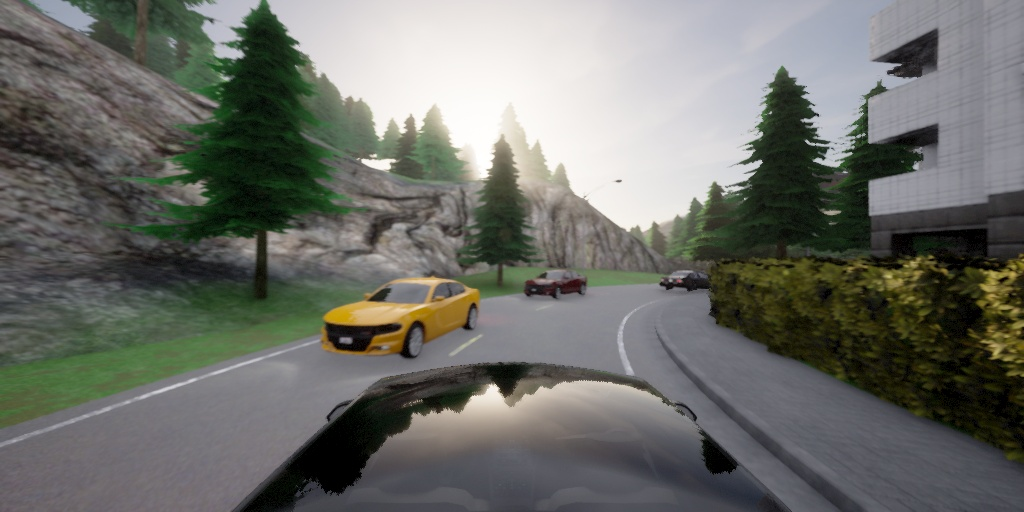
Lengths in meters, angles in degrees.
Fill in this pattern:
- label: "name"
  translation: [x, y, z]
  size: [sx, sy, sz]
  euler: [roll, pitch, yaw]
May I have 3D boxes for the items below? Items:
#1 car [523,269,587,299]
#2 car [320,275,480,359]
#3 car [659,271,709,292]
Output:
- label: "car"
  translation: [2.548, 1.486, 20.176]
  size: [1.882, 1.535, 5.008]
  euler: [0, -1, 36]
- label: "car"
  translation: [-2.353, 1.285, 8.903]
  size: [1.882, 1.535, 5.008]
  euler: [1, 0, 15]
- label: "car"
  translation: [12.685, 1.752, 25.599]
  size: [5.357, 1.411, 2.033]
  euler: [1, -1, -36]
